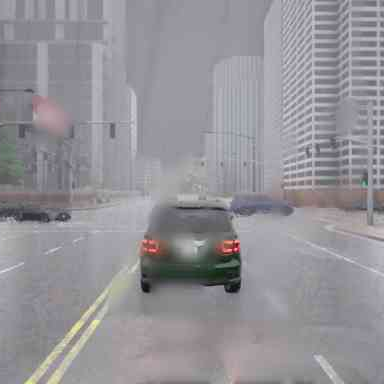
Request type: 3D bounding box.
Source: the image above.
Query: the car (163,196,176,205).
[{"bbox_3d":[-4.086,1.547,61.872,2.033,1.411,5.357,0,0,0],"label":"car"}]

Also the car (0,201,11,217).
[{"bbox_3d":[-15.582,1.526,29.667,4.674,1.442,1.812,0,0,-1],"label":"car"}]

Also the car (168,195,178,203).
[{"bbox_3d":[-4.110,1.500,72.176,1.837,1.490,4.892,0,0,0],"label":"car"}]

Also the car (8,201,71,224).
[{"bbox_3d":[-11.045,1.564,24.651,4.181,1.385,1.994,0,0,23],"label":"car"}]

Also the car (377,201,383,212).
[{"bbox_3d":[22.132,1.478,33.894,5.008,1.535,1.882,0,0,-1],"label":"car"}]

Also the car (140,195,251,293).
[{"bbox_3d":[-0.021,1.221,8.991,2.150,2.045,5.566,0,0,0],"label":"car"}]

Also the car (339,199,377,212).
[{"bbox_3d":[19.463,1.547,37.359,5.357,1.411,2.033,0,0,-1],"label":"car"}]

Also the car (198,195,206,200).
[{"bbox_3d":[2.731,1.500,90.601,1.837,1.490,4.892,0,0,0],"label":"car"}]

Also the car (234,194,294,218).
[{"bbox_3d":[6.229,1.221,29.973,5.566,2.045,2.150,0,0,-1],"label":"car"}]

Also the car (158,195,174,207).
[{"bbox_3d":[-4.030,1.352,52.249,2.097,1.767,4.553,0,0,0],"label":"car"}]
